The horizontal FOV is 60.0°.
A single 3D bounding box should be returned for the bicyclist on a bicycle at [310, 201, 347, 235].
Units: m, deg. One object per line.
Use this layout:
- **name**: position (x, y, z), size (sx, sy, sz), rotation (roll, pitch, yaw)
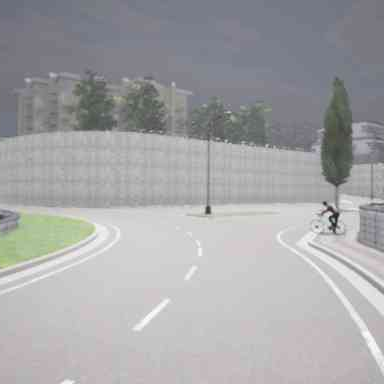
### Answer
- **bicyclist on a bicycle**: position (6.586, 1.250, 16.098), size (1.656, 1.620, 0.582), rotation (1, 0, 24)
